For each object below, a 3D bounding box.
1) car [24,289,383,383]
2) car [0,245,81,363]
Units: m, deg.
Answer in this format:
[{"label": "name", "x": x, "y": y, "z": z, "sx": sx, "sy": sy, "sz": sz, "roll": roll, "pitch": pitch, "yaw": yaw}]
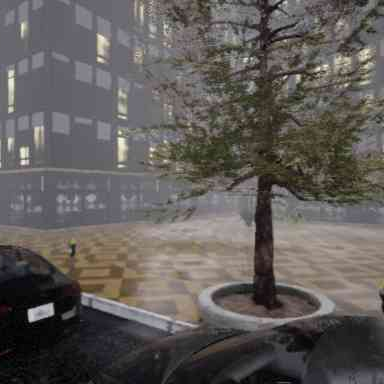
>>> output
[{"label": "car", "x": 1.047, "y": 1.565, "z": 2.092, "sx": 4.313, "sy": 1.339, "sz": 1.947, "roll": 0, "pitch": 0, "yaw": 35}, {"label": "car", "x": -3.585, "y": 1.542, "z": 5.396, "sx": 4.313, "sy": 1.339, "sz": 1.947, "roll": 0, "pitch": 0, "yaw": 36}]
